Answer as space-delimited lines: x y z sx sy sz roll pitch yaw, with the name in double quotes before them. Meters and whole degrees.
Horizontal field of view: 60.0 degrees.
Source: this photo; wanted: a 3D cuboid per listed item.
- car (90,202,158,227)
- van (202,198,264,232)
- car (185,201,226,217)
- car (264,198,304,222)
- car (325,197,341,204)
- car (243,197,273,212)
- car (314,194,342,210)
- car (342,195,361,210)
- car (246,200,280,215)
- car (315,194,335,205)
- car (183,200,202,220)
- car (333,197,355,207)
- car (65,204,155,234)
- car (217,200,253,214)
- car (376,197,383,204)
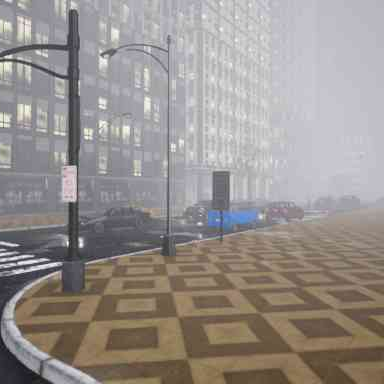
"car" -4.790 1.540 23.975 1.752 1.417 4.829 0 0 38
"van" 2.601 1.368 20.264 1.690 1.788 3.998 0 0 38
"car" 1.316 1.604 31.700 1.802 1.307 4.206 0 0 38
"car" 7.561 1.472 26.894 1.967 1.590 4.097 0 0 38
"car" 28.455 1.624 66.978 2.008 1.369 4.403 0 0 38
"car" 8.101 1.471 40.520 1.967 1.590 4.097 0 0 38
"car" 17.940 1.400 44.430 2.097 1.767 4.553 0 0 38
"car" 21.131 1.368 44.534 2.192 1.841 5.009 0 0 38
"car" 7.715 1.595 35.956 1.994 1.385 4.181 0 0 37
"car" 25.063 1.381 62.569 2.192 1.841 5.009 0 0 38
"car" 1.253 1.375 27.567 2.097 1.767 4.553 0 0 38
"car" 23.991 1.552 52.291 2.128 1.511 4.902 0 0 37
"car" -4.723 1.564 19.806 2.033 1.411 5.357 0 0 38
"car" 4.708 1.571 36.110 1.887 1.381 4.507 0 0 38
"car" 38.092 1.658 66.582 1.947 1.339 4.313 0 0 38
